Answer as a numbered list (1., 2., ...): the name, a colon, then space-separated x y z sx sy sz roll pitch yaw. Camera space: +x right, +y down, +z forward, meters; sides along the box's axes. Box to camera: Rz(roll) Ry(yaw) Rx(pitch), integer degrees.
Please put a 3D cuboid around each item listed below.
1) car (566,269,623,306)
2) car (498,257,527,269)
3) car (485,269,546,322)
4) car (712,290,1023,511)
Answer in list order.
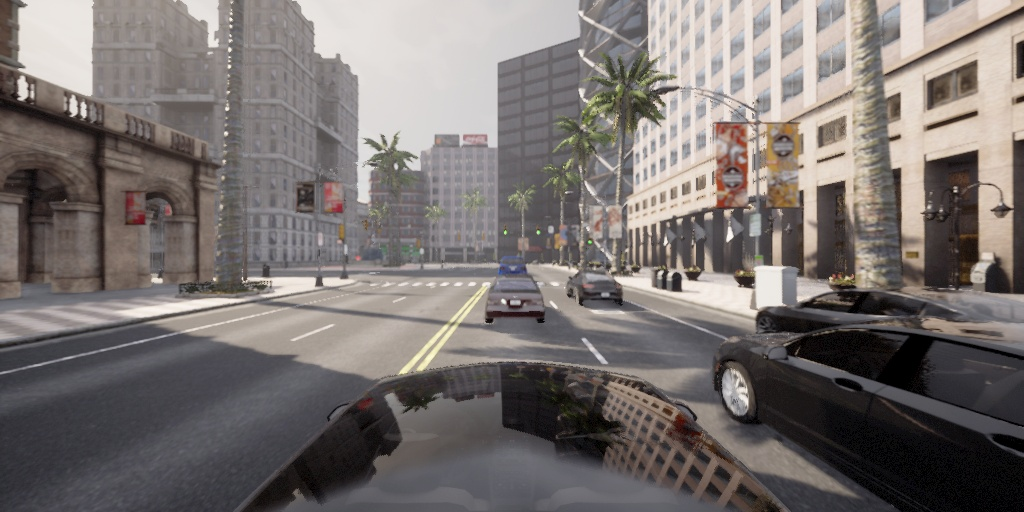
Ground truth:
1. car: 3.584 1.323 16.057 1.812 1.442 4.674 0 0 0
2. car: 0.067 1.065 29.200 2.150 2.045 5.566 0 0 0
3. car: 0.088 1.332 12.348 2.033 1.411 5.357 0 0 0
4. car: 3.596 1.259 2.860 1.837 1.490 4.892 0 0 0
